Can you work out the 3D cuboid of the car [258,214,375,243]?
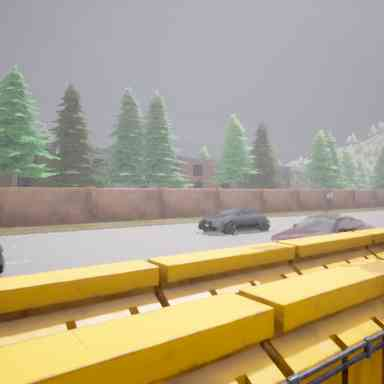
[{"bbox_3d":[4.713,1.527,11.638,4.674,1.442,1.812,0,0,-35],"label":"car"}]

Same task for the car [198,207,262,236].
[{"bbox_3d":[2.403,1.565,18.587,4.181,1.385,1.994,0,0,-35],"label":"car"}]

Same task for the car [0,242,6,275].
[{"bbox_3d":[-6.735,1.564,7.769,4.181,1.385,1.994,0,0,-35],"label":"car"}]
